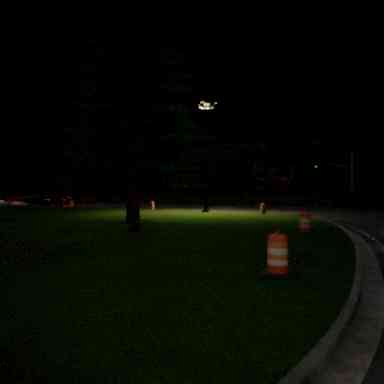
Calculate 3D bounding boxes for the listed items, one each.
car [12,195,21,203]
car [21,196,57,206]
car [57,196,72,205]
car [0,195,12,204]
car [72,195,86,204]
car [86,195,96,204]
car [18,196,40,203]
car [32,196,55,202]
[{"bbox_3d":[-34.653,1.343,64.412,5.008,1.535,1.882,0,0,27],"label":"car"},{"bbox_3d":[-25.776,1.528,56.006,4.902,1.511,2.128,0,0,28],"label":"car"},{"bbox_3d":[-24.226,1.549,59.144,4.892,1.490,1.837,-1,-1,28],"label":"car"},{"bbox_3d":[-36.242,1.381,61.293,4.902,1.511,2.128,0,0,27],"label":"car"},{"bbox_3d":[-22.949,1.548,62.426,4.902,1.511,2.128,0,0,28],"label":"car"},{"bbox_3d":[-21.222,1.419,65.474,4.553,1.767,2.097,0,0,28],"label":"car"},{"bbox_3d":[-33.065,1.427,67.531,4.181,1.385,1.994,0,0,27],"label":"car"},{"bbox_3d":[-31.504,1.479,70.663,4.718,1.301,1.895,0,0,27],"label":"car"}]
